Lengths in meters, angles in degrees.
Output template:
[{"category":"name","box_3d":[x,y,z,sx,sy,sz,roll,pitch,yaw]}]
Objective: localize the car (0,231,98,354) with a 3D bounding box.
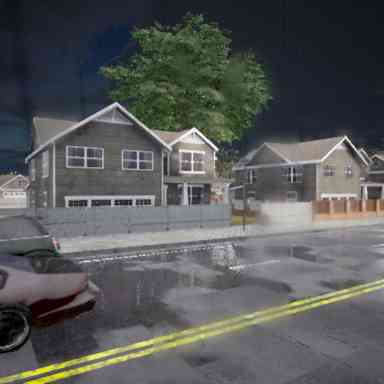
[{"category":"car","box_3d":[-4.162,1.547,4.642,5.357,1.411,2.033,0,0,-32]}]

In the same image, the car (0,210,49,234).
[{"category":"car","box_3d":[-5.433,1.351,7.681,4.553,1.767,2.097,0,0,-32]}]
